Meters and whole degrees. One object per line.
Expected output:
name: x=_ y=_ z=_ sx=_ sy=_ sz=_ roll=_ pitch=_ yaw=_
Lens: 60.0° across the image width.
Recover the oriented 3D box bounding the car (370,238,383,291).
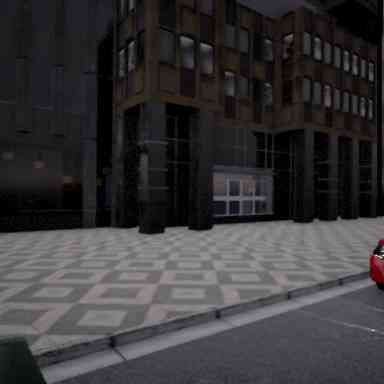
car: x=6.594 y=1.325 z=8.076 sx=5.566 sy=2.045 sz=2.150 roll=1 pitch=0 yaw=-35

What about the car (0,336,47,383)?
car: x=-3.014 y=1.582 z=1.227 sx=4.718 sy=1.301 sz=1.895 roll=1 pitch=0 yaw=-36
